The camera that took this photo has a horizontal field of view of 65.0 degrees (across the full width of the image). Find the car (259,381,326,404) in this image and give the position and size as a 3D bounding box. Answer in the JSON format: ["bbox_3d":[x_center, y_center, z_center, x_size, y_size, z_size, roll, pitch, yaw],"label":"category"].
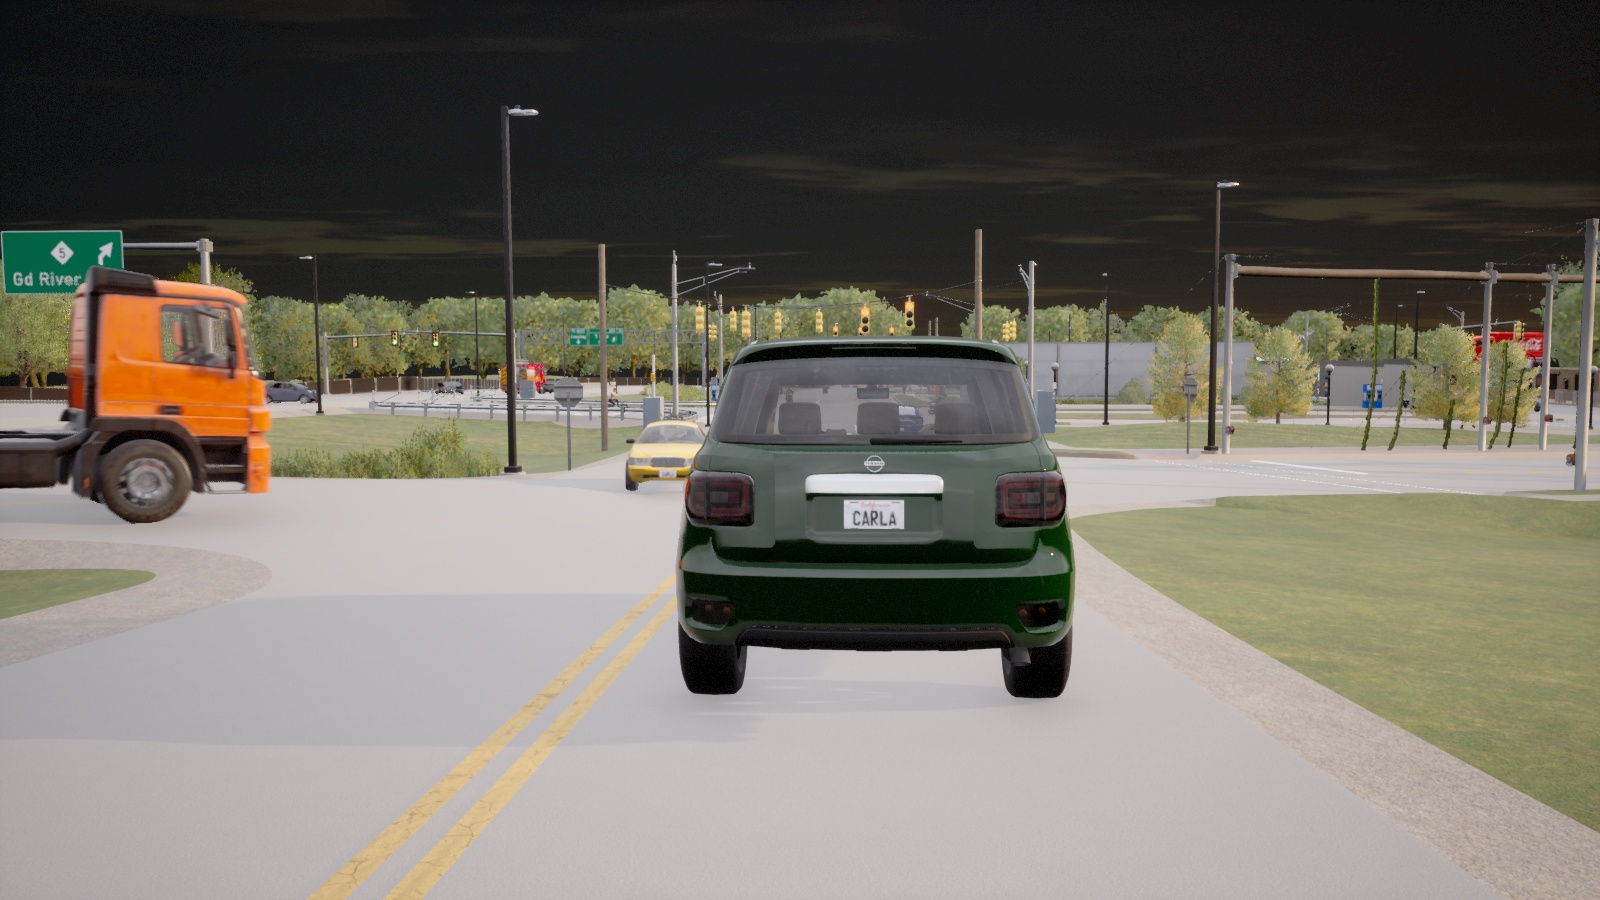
[{"bbox_3d":[-33.627,-3.806,83.315,3.633,1.501,1.845,0,3,3],"label":"car"}]

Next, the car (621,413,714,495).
[{"bbox_3d":[-2.808,0.003,27.540,1.801,1.575,5.366,1,2,-4],"label":"car"}]

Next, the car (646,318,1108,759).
[{"bbox_3d":[0.505,0.363,8.656,2.150,2.045,5.566,0,1,3],"label":"car"}]

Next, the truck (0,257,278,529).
[{"bbox_3d":[-11.540,-0.813,16.727,7.936,3.462,2.891,0,4,-38],"label":"truck"}]
